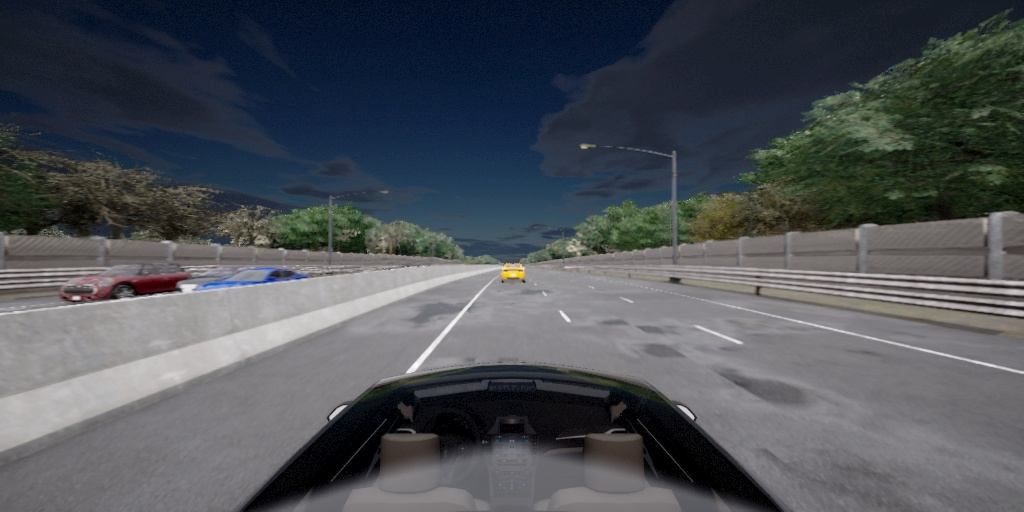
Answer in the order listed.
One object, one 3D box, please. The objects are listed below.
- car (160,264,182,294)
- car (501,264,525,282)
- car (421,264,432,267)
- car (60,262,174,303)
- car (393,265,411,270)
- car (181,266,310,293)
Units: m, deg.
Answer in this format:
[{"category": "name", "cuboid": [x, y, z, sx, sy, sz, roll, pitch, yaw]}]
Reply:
[{"category": "car", "cuboid": [-14.089, 1.259, 18.021, 2.128, 1.511, 4.902, 0, 0, 0]}, {"category": "car", "cuboid": [0.097, 1.413, 30.904, 1.882, 1.535, 5.008, 0, -1, 0]}, {"category": "car", "cuboid": [-14.031, 2.136, 58.616, 1.837, 1.490, 4.892, 0, -1, 1]}, {"category": "car", "cuboid": [-17.586, 1.114, 16.726, 2.097, 1.767, 4.553, 0, 0, 0]}, {"category": "car", "cuboid": [-17.531, 2.118, 57.407, 1.837, 1.490, 4.892, 0, -1, 1]}, {"category": "car", "cuboid": [-10.592, 1.235, 15.106, 1.882, 1.535, 5.008, 0, 0, 0]}]
